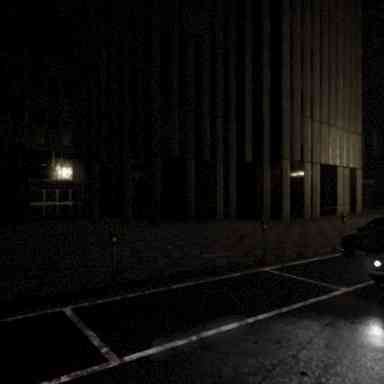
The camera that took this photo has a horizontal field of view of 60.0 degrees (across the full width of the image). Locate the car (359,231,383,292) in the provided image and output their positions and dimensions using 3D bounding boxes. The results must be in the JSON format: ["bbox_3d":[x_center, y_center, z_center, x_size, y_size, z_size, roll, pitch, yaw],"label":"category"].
[{"bbox_3d":[6.097,1.603,7.717,4.718,1.301,1.895,0,0,-35],"label":"car"}]

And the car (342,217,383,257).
[{"bbox_3d":[7.065,1.568,11.694,4.313,1.339,1.947,0,0,-36],"label":"car"}]
